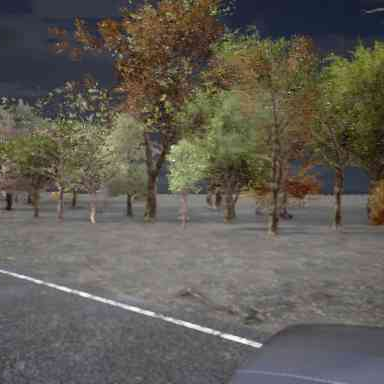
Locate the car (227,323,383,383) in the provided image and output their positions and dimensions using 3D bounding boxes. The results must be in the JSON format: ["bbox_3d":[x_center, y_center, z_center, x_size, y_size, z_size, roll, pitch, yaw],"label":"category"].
[{"bbox_3d":[2.744,1.549,1.736,5.357,1.411,2.033,0,0,35],"label":"car"}]
